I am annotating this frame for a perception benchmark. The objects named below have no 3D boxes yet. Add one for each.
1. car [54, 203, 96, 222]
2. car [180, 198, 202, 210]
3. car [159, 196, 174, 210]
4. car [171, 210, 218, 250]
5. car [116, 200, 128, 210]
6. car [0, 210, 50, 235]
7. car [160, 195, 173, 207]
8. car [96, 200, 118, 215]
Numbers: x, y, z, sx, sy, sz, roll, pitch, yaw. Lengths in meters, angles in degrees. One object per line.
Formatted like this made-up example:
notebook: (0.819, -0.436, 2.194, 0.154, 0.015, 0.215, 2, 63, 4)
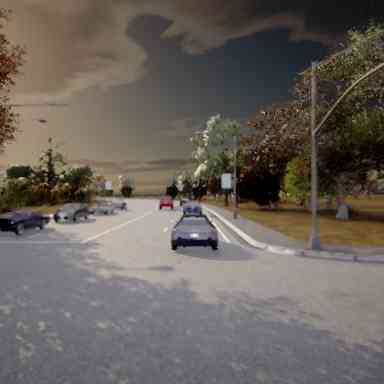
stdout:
car: (-10.573, 1.782, 29.559, 2.128, 1.511, 4.902, 0, 0, 0)
car: (0.026, 1.704, 37.762, 2.097, 1.767, 4.553, 0, 0, -1)
car: (-3.936, 1.640, 51.227, 2.150, 2.045, 5.566, 0, 0, -3)
car: (0.104, 1.718, 15.231, 1.994, 1.385, 4.181, 0, -1, 0)
car: (-10.883, 1.937, 49.794, 1.812, 1.442, 4.674, 0, 0, -2)
car: (-10.597, 1.806, 20.455, 1.895, 1.301, 4.718, 0, -1, 0)
car: (-4.725, 1.675, 61.973, 2.150, 2.045, 5.566, 0, 0, -7)
car: (-10.577, 1.963, 39.514, 1.895, 1.301, 4.718, 0, 0, -1)
